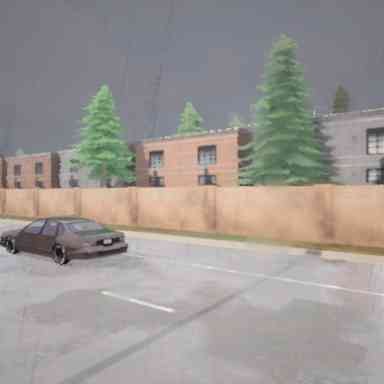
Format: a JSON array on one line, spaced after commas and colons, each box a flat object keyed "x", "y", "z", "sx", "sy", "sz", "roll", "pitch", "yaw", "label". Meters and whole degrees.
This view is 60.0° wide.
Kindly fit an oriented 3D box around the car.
[{"x": -4.623, "y": 1.561, "z": 11.652, "sx": 5.357, "sy": 1.411, "sz": 2.033, "roll": 0, "pitch": 0, "yaw": 36, "label": "car"}]
